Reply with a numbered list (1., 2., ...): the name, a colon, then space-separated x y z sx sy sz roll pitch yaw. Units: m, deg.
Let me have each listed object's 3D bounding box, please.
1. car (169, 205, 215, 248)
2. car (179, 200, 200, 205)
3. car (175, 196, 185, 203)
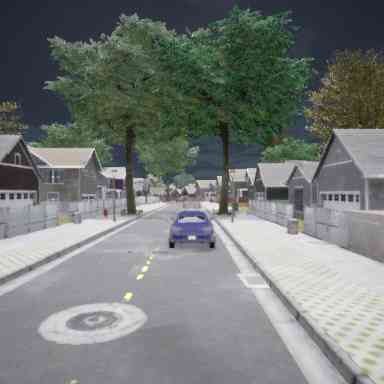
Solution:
1. car: 0.000 1.534 14.650 1.812 1.442 4.674 0 0 0
2. car: 0.000 1.639 29.682 1.895 1.301 4.718 0 0 0
3. car: -2.749 1.783 76.715 1.837 1.490 4.892 0 -1 0
